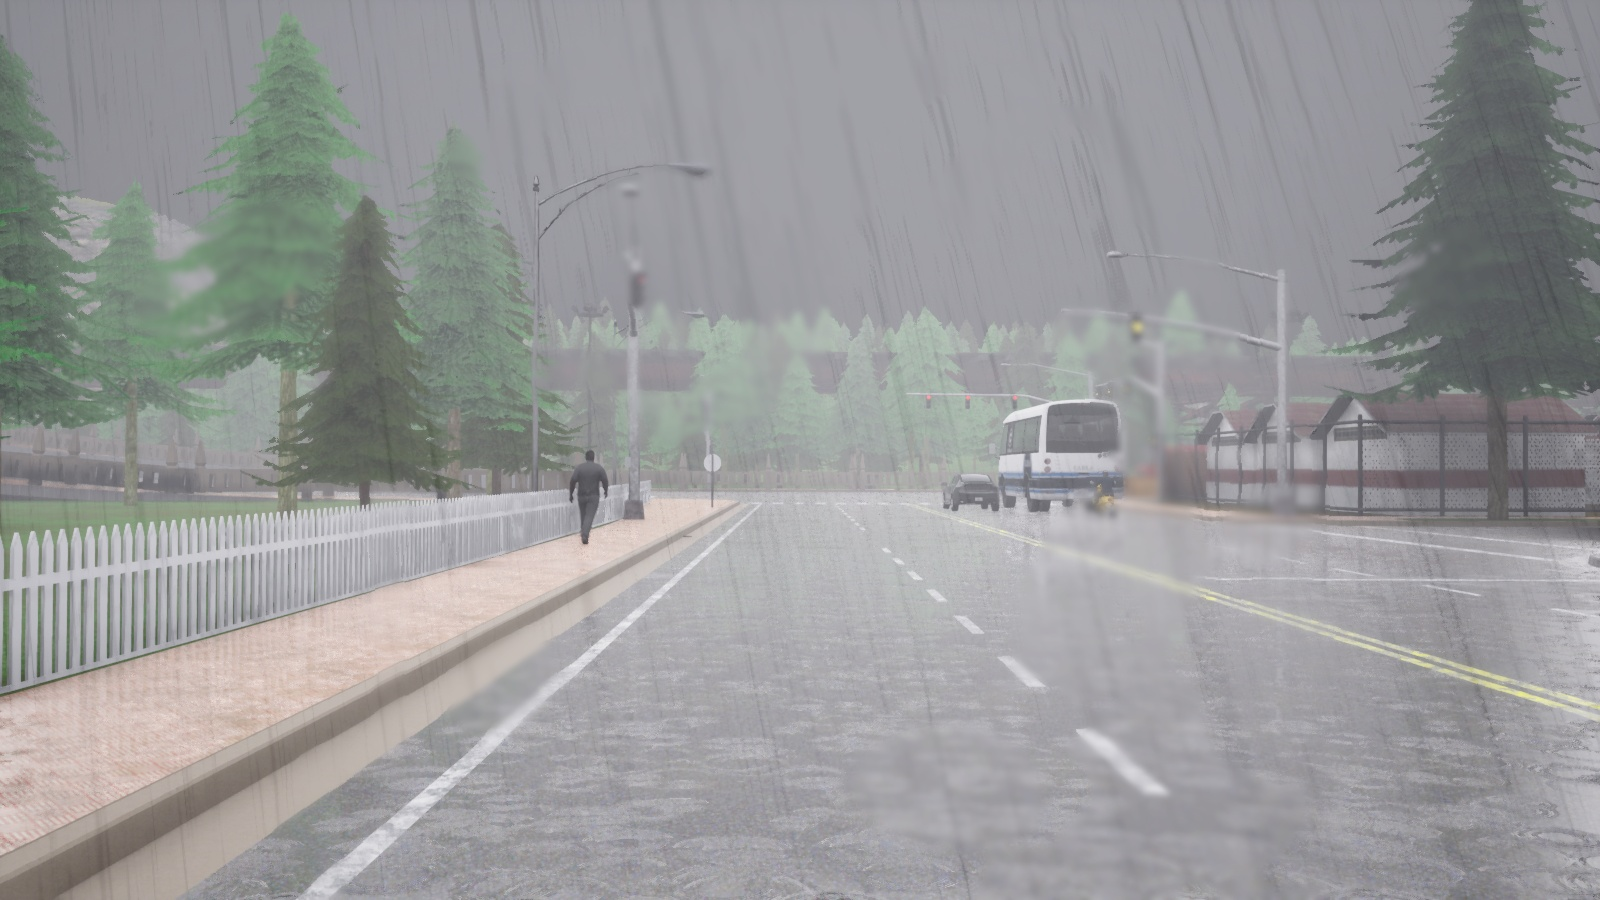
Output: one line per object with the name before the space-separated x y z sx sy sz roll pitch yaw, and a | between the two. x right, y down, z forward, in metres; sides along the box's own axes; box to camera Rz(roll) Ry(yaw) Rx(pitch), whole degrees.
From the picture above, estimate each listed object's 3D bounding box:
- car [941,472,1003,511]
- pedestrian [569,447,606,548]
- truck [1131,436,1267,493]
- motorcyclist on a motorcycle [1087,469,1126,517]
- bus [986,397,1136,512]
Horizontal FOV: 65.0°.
car | 6.935 1.647 51.057 1.837 1.490 4.892 0 -1 0
pedestrian | -4.043 0.890 23.899 0.563 1.883 0.849 0 -1 0
truck | 27.591 0.997 87.012 8.468 3.827 2.891 0 -1 -2
motorcyclist on a motorcycle | 10.446 1.443 42.795 0.866 1.590 1.817 0 -1 0
bus | 10.427 0.261 51.626 3.944 4.253 10.273 0 -1 0
